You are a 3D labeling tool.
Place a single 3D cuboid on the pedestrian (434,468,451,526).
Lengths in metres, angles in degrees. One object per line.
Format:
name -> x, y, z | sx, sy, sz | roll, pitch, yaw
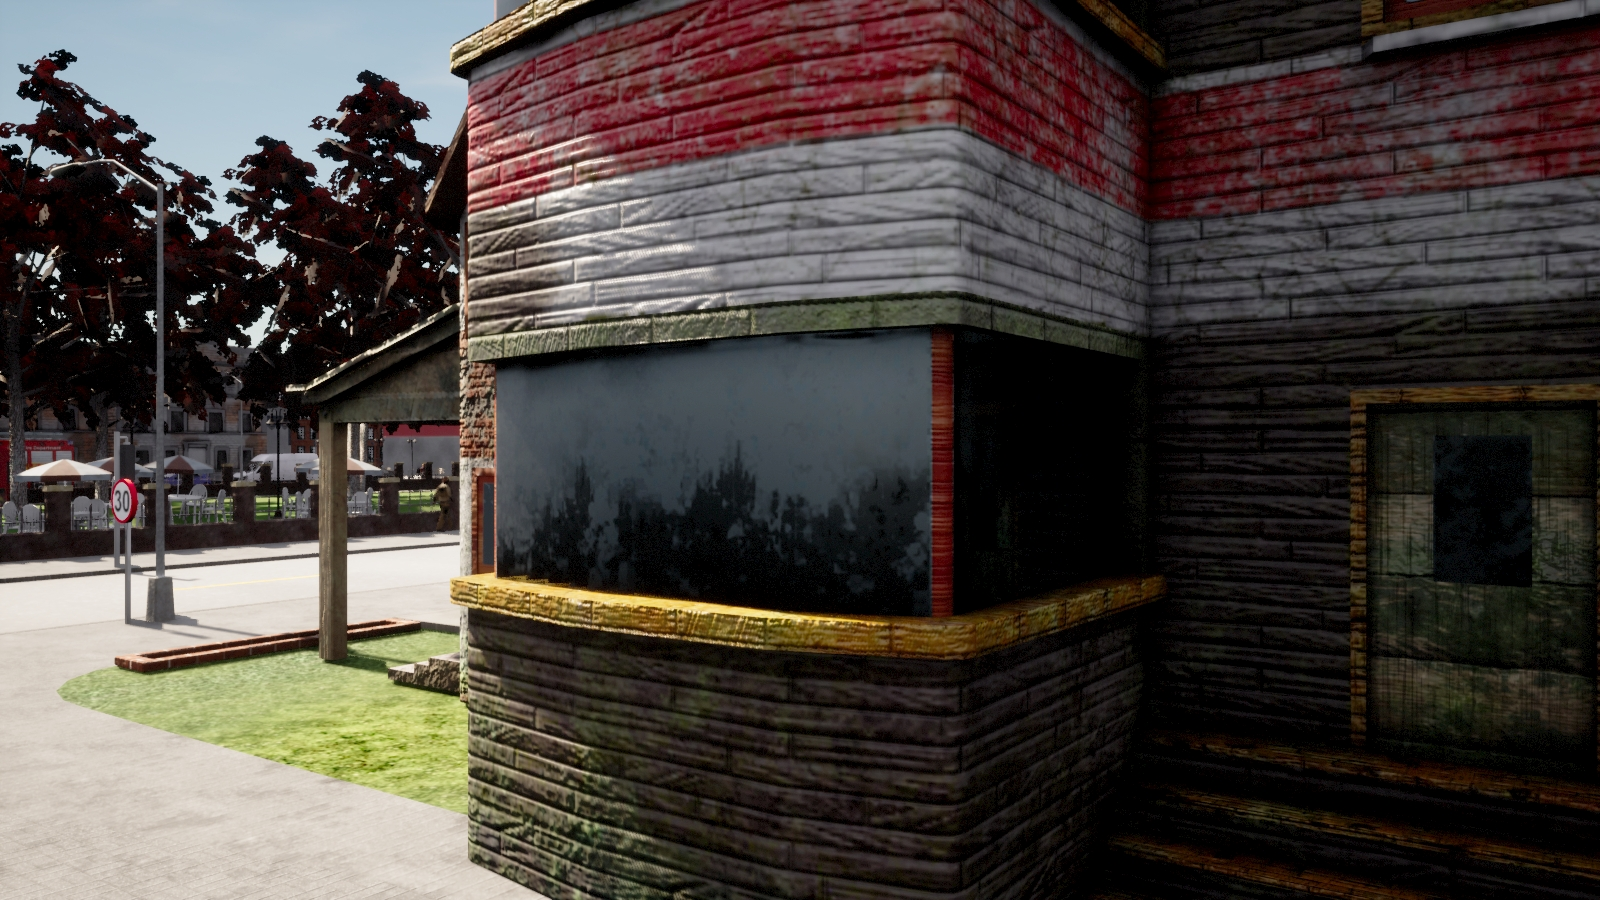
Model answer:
pedestrian -> -11.620, 1.525, 37.099 | 0.375, 1.860, 0.375 | 0, 0, 34
